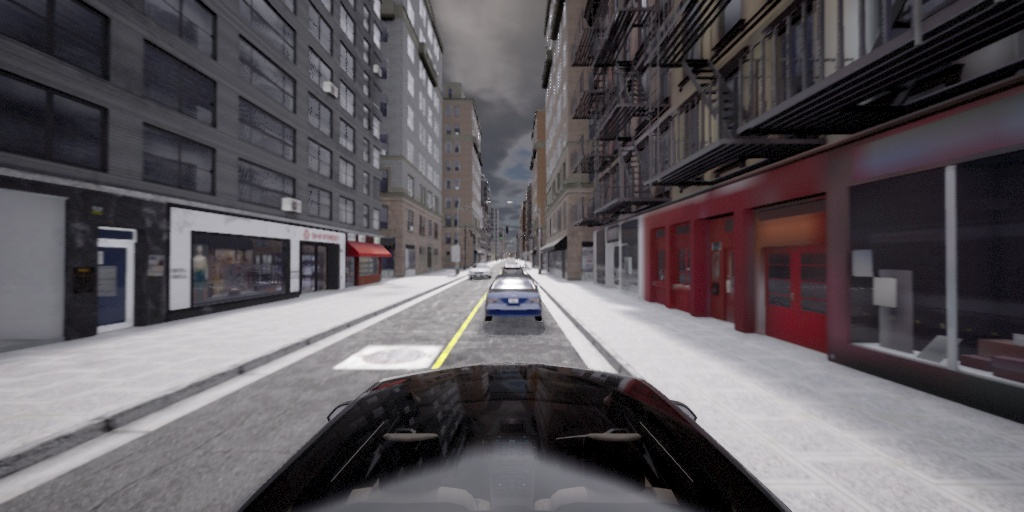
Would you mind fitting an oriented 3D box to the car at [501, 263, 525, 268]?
[{"bbox_3d":[0.063,1.330,31.520,2.128,1.511,4.902,0,0,0],"label":"car"}]

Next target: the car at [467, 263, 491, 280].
[{"bbox_3d":[-2.861,1.369,32.978,1.812,1.442,4.674,0,0,0],"label":"car"}]

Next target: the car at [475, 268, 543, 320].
[{"bbox_3d":[0.059,1.333,12.762,2.033,1.411,5.357,0,0,0],"label":"car"}]
